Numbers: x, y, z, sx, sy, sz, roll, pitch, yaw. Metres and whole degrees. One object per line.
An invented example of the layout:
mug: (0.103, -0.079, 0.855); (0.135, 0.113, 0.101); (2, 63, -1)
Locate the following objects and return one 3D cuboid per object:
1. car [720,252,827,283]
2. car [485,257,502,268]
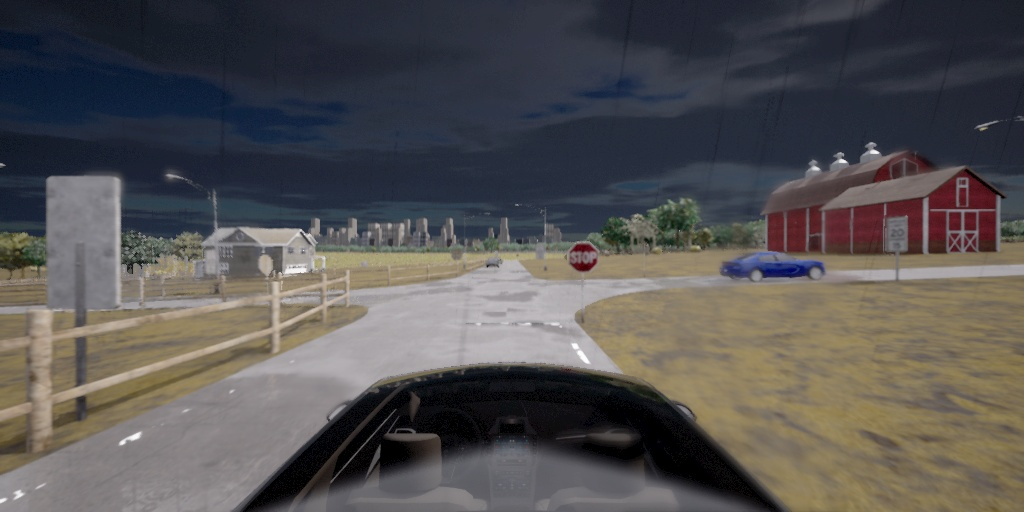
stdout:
car: (13.867, 0.533, 19.162); (5.008, 1.535, 1.882); (-2, 0, 0)
car: (-2.795, 0.976, 52.476); (1.837, 1.490, 4.892); (0, 0, 0)
